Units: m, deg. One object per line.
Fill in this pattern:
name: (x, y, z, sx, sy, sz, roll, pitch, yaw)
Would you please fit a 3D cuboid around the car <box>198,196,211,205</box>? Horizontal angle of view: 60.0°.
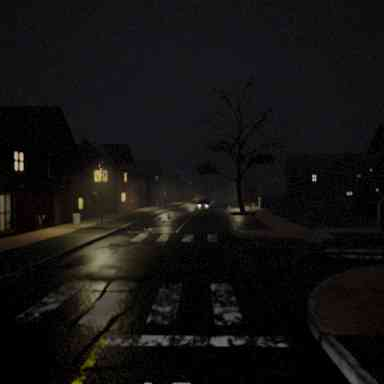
car: (2.251, 1.469, 58.363, 2.033, 1.411, 5.357, 0, 0, 9)
